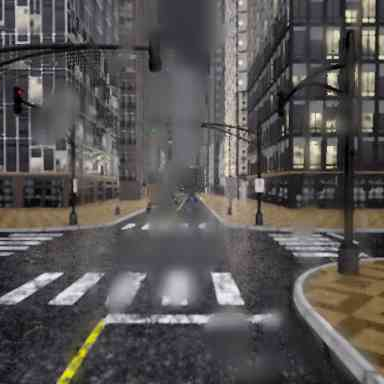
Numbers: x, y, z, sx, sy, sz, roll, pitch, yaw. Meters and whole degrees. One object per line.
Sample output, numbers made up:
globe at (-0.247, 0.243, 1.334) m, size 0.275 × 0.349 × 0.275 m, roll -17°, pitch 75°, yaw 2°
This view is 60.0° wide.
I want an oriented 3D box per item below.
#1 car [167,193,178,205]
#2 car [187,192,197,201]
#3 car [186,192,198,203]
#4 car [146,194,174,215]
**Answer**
car at (-3.077, 0.979, 47.940) m, size 2.097 × 1.767 × 4.553 m, roll 0°, pitch 1°, yaw 0°
car at (-0.003, 0.838, 67.976) m, size 2.097 × 1.767 × 4.553 m, roll 0°, pitch 0°, yaw 0°
car at (-0.003, 1.082, 57.990) m, size 1.812 × 1.442 × 4.674 m, roll 0°, pitch 0°, yaw 0°
car at (-3.097, 1.243, 30.987) m, size 2.128 × 1.511 × 4.902 m, roll 0°, pitch 0°, yaw 0°
